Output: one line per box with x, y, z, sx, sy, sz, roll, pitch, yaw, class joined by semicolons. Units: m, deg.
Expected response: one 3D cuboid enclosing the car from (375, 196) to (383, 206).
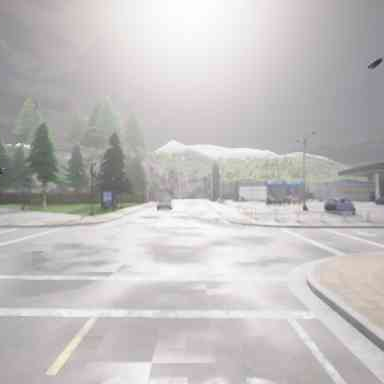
29.111;1.345;50.059;1.845;1.501;3.633;0;0;0;car

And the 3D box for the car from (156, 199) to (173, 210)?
-3.499;1.619;42.818;1.895;1.301;4.718;0;0;0;car

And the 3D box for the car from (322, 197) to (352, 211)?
17.010;1.404;39.186;1.970;1.475;3.806;0;0;0;car

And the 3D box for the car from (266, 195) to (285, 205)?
14.205;1.369;57.828;2.007;1.523;4.514;0;0;0;car

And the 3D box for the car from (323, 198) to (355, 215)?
13.957;1.390;31.795;1.845;1.501;3.633;0;0;0;car

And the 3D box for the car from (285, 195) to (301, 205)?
17.342;1.360;57.849;2.152;1.636;5.027;0;0;0;car
